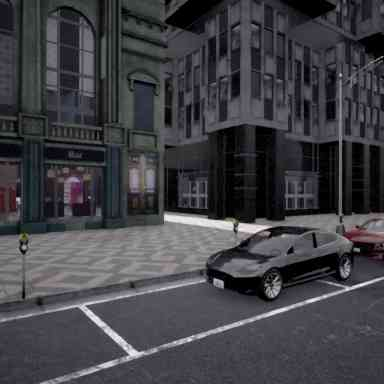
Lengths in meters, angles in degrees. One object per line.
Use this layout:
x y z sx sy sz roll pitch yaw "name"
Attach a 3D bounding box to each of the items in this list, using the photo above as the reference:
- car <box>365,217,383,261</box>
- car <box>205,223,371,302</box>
6.921 1.546 11.603 4.507 1.381 1.887 0 0 -36 "car"
2.336 1.566 8.324 4.313 1.339 1.947 0 0 -36 "car"
